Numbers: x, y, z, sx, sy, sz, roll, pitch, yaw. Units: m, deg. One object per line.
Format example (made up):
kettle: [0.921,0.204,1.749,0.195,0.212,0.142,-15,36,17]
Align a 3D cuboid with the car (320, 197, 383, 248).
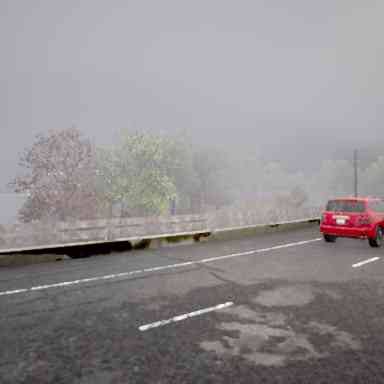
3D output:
car: [7.883,1.256,15.142,5.566,2.045,2.150,0,0,-44]
